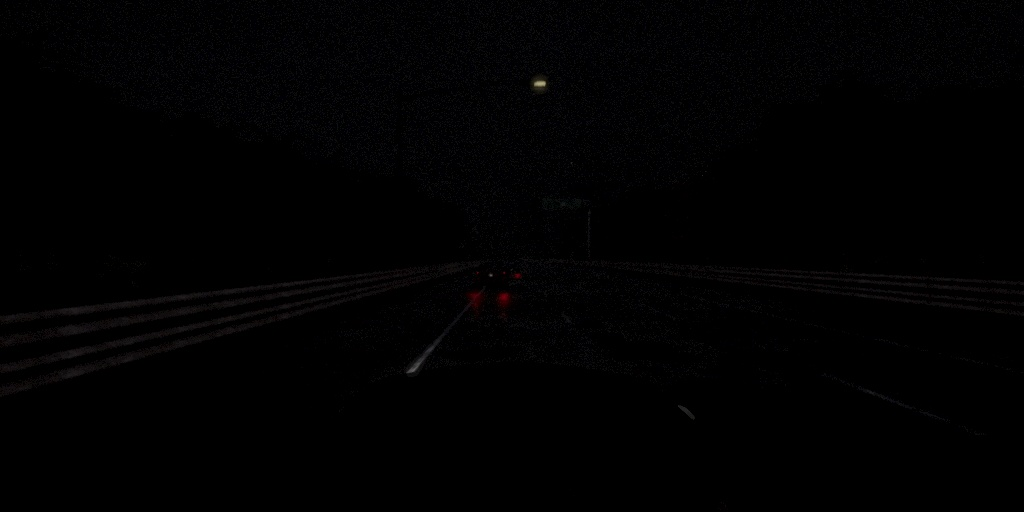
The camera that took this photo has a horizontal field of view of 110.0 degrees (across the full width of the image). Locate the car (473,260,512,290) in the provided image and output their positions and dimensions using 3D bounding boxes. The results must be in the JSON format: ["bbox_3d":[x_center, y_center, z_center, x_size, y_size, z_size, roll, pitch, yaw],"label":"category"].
[{"bbox_3d":[-1.219,1.116,22.891,2.097,1.767,4.553,0,0,0],"label":"car"}]

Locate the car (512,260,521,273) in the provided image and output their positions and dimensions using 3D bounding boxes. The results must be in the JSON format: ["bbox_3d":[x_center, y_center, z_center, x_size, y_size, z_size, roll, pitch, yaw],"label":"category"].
[{"bbox_3d":[0.029,1.320,43.463,1.812,1.442,4.674,0,0,1],"label":"car"}]
